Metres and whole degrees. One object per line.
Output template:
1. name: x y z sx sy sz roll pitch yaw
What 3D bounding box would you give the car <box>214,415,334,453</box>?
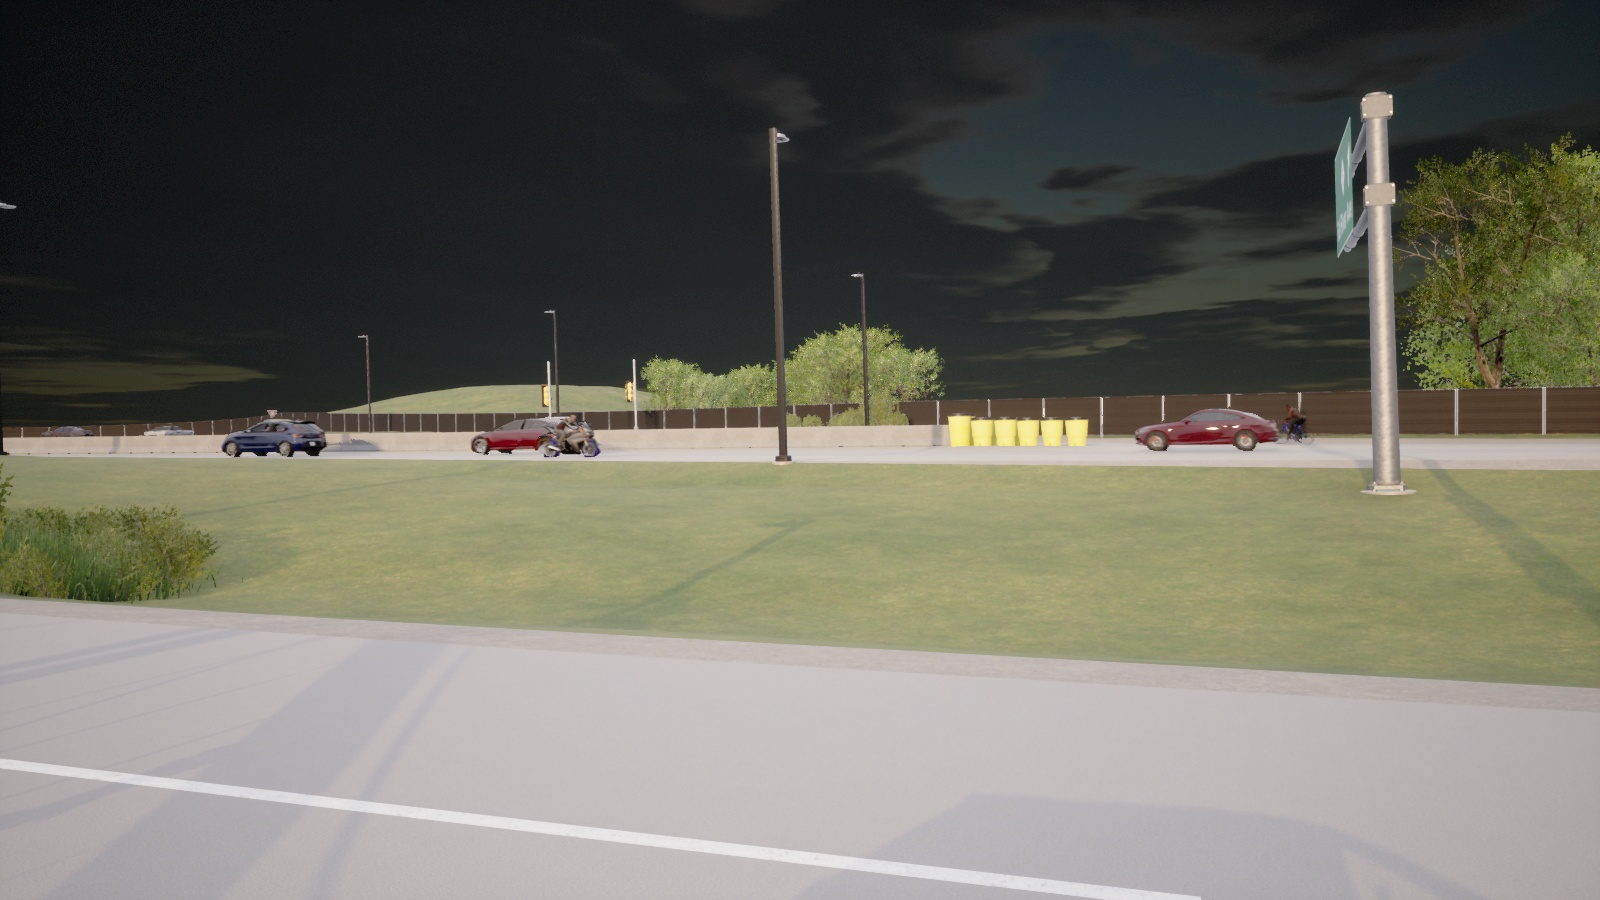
1. car: -23.568 -0.736 56.302 4.856 1.649 2.033 0 1 20

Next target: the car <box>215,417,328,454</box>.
1. car: -21.877 -0.597 51.964 4.193 1.474 1.816 0 1 20

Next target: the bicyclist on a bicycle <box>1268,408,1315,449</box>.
1. bicyclist on a bicycle: 19.429 -0.845 49.639 1.656 1.620 0.582 0 1 39

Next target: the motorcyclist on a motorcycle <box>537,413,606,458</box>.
1. motorcyclist on a motorcycle: -7.862 -0.495 43.146 2.191 1.530 0.866 0 1 20

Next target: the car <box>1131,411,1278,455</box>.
1. car: 13.757 -0.566 42.734 4.674 1.442 1.812 0 1 20

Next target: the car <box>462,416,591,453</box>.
1. car: -11.292 -0.638 51.840 4.792 1.488 2.163 0 1 20
